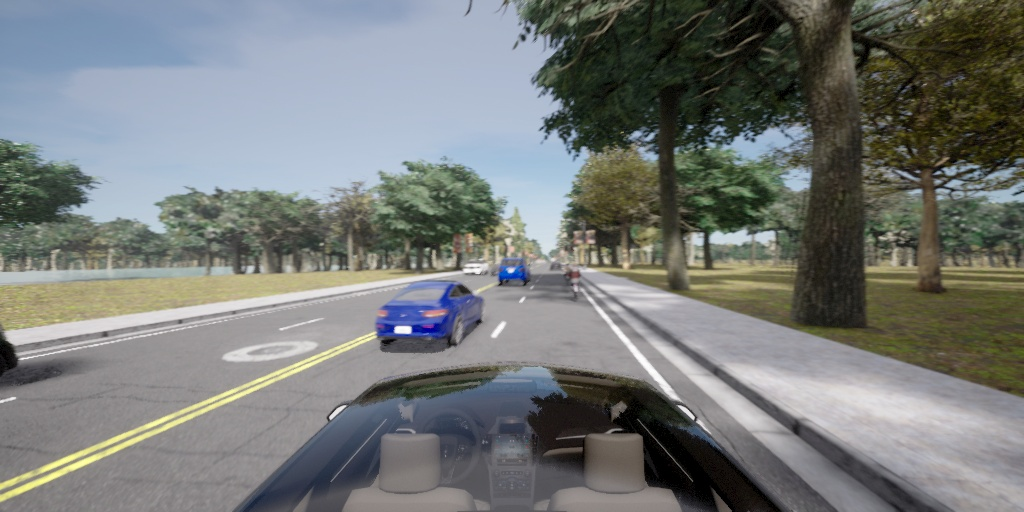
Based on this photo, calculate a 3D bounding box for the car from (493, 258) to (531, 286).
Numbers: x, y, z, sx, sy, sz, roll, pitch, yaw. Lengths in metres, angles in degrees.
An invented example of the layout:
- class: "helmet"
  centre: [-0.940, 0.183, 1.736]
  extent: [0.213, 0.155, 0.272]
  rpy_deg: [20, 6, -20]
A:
- class: "car"
  centre: [0.259, 1.193, 28.307]
  extent: [2.150, 2.045, 5.566]
  rpy_deg: [-1, 0, 7]

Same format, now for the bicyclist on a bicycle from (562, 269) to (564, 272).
- class: "bicyclist on a bicycle"
  centre: [4.077, 1.334, 26.297]
  extent: [0.866, 1.612, 1.509]
  rpy_deg: [-1, -1, 7]

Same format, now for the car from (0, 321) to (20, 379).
- class: "car"
  centre: [-9.411, 1.261, 3.949]
  extent: [2.097, 1.767, 4.553]
  rpy_deg: [-1, -1, 7]

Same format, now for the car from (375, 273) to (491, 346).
- class: "car"
  centre: [-1.973, 1.374, 9.679]
  extent: [1.812, 1.442, 4.674]
  rpy_deg: [-1, 0, 7]

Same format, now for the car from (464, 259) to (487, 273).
- class: "car"
  centre: [-4.453, 1.405, 45.198]
  extent: [2.150, 2.045, 5.566]
  rpy_deg: [-1, 0, 7]

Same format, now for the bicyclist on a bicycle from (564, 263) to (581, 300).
- class: "bicyclist on a bicycle"
  centre: [2.957, 1.206, 16.850]
  extent: [0.659, 1.776, 1.843]
  rpy_deg: [-1, 0, 7]

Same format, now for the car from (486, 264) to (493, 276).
- class: "car"
  centre: [-1.432, 1.625, 43.052]
  extent: [1.837, 1.490, 4.892]
  rpy_deg: [-1, 0, 7]

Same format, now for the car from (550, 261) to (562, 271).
- class: "car"
  centre: [7.330, 1.647, 59.892]
  extent: [1.837, 1.490, 4.892]
  rpy_deg: [-1, -1, 7]
